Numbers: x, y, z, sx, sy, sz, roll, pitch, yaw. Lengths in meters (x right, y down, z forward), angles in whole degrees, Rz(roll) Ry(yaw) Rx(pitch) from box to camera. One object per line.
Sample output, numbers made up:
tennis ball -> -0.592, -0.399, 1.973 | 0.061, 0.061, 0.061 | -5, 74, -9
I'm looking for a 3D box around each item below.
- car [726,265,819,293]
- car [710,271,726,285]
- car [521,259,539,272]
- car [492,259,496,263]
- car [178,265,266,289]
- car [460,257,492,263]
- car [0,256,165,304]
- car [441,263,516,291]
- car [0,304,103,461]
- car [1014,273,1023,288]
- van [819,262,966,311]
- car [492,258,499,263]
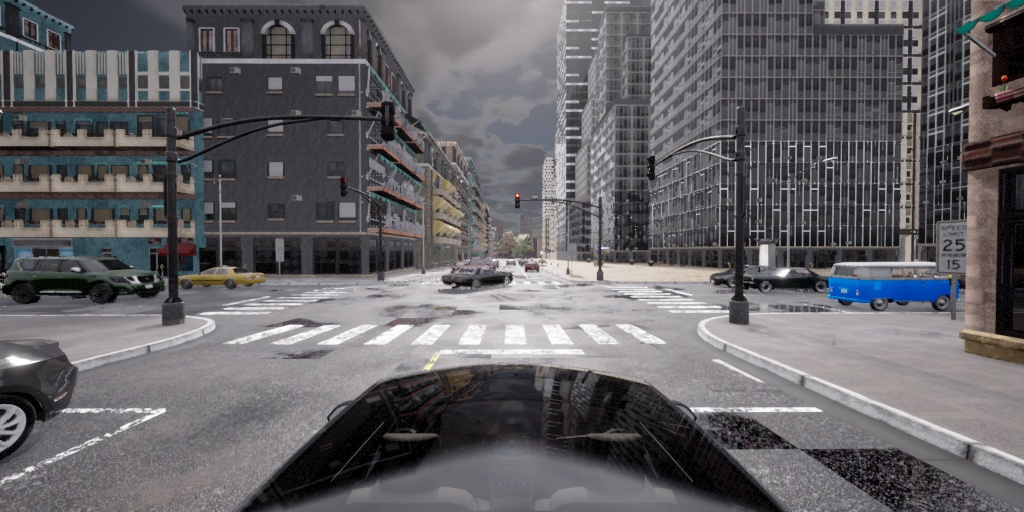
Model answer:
car -> 14.804, 1.289, 19.621 | 4.718, 1.301, 1.895 | 0, 1, 0
car -> 14.617, 1.216, 22.220 | 4.313, 1.339, 1.948 | 0, 0, 0
car -> 2.526, 1.289, 45.920 | 1.888, 1.381, 4.507 | 0, 0, 0
car -> -3.214, 1.345, 41.501 | 1.895, 1.301, 4.718 | 0, 0, 0
car -> -17.941, 1.246, 22.069 | 4.829, 1.417, 1.751 | 0, 0, 0
car -> -3.166, 1.097, 32.472 | 2.097, 1.767, 4.553 | 0, 0, -1
car -> -19.237, 1.034, 16.255 | 5.566, 2.045, 2.150 | 0, 1, 0
car -> -1.965, 1.301, 21.936 | 1.895, 1.301, 4.718 | 1, 1, 37
car -> -5.690, 1.300, 2.123 | 2.007, 1.370, 4.403 | 0, 0, 0
car -> 24.591, 1.218, 19.663 | 5.357, 1.411, 2.033 | 0, 1, 0
van -> 14.655, 1.117, 13.840 | 3.998, 1.789, 1.690 | 0, 0, 0
car -> -3.241, 1.345, 51.564 | 1.895, 1.301, 4.718 | 0, 0, 0
